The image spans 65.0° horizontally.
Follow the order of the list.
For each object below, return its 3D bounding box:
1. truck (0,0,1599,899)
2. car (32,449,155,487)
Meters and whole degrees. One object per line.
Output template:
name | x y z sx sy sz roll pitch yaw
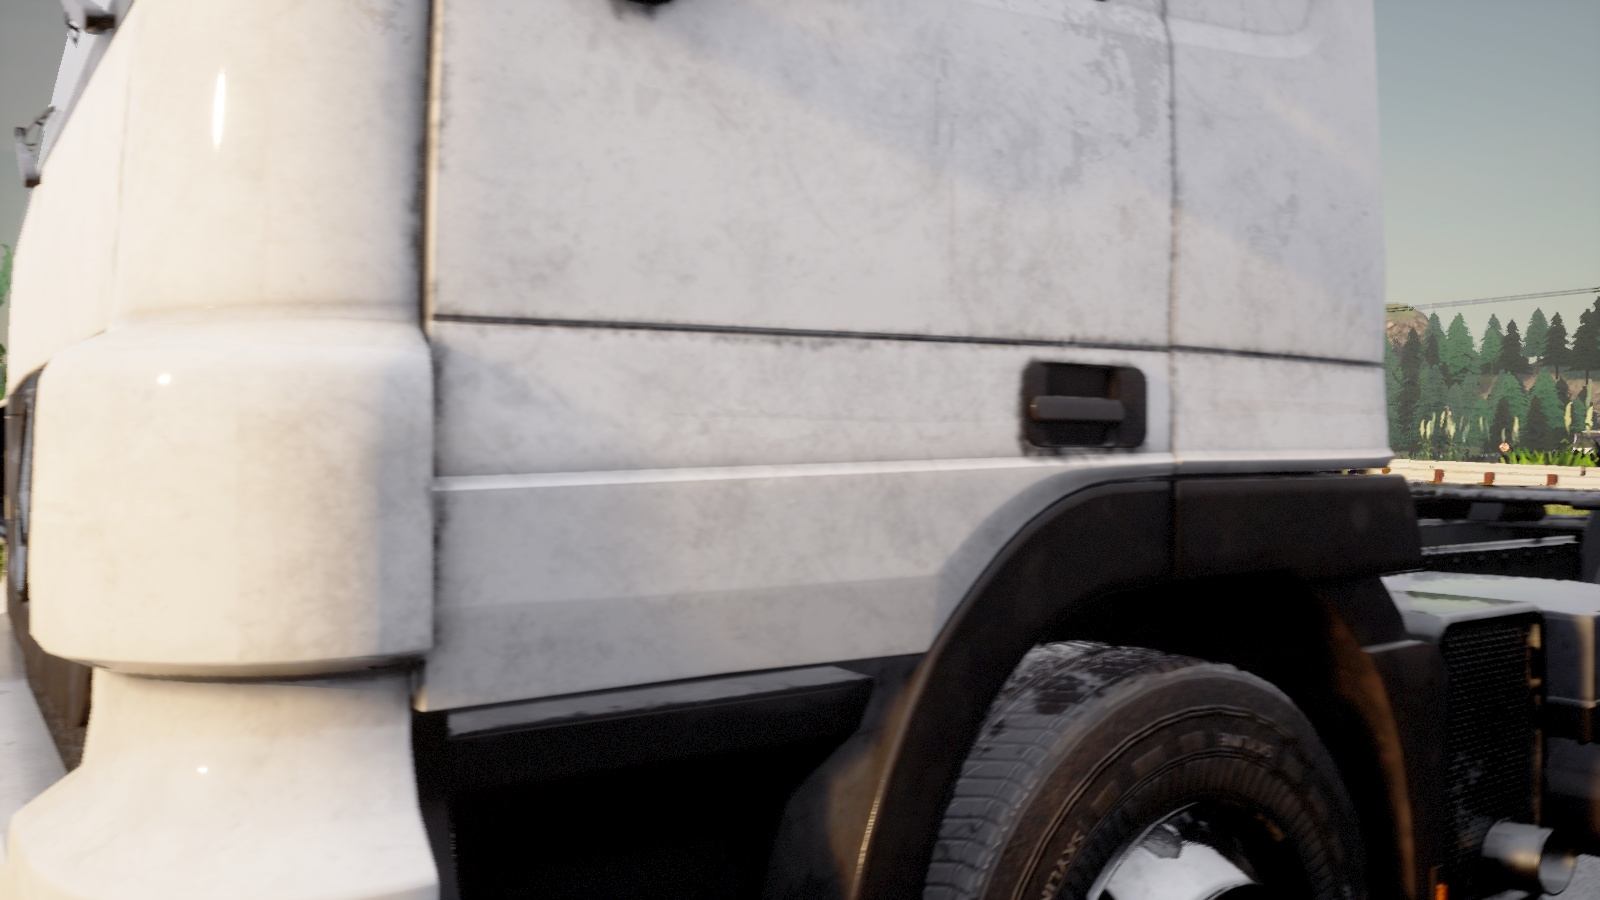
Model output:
truck | 1.652 -0.230 4.447 7.936 3.462 2.891 0 0 -35
car | -32.430 0.799 57.692 4.611 1.667 2.242 0 0 -40
